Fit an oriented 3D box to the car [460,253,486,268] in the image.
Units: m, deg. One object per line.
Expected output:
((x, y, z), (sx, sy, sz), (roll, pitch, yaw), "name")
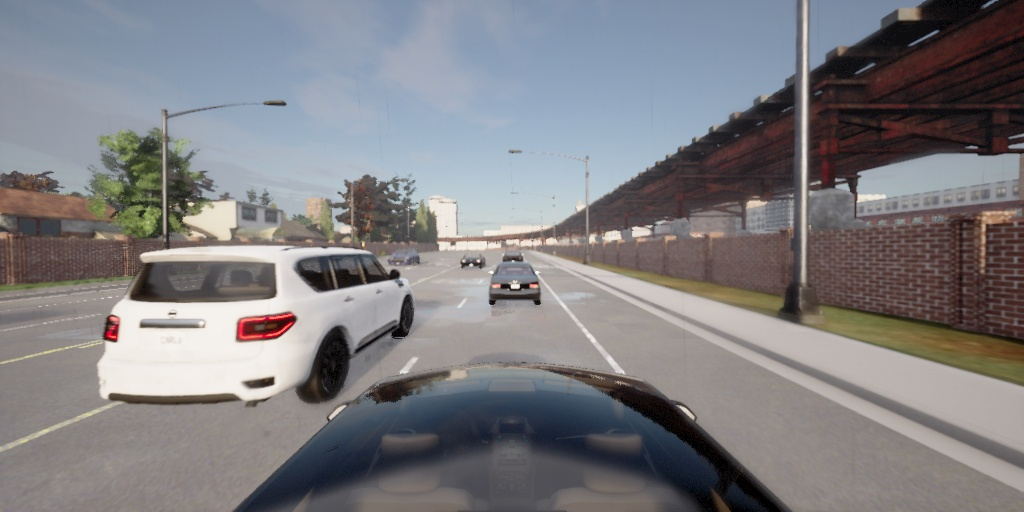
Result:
((-3.404, 0.399, 32.148), (1.895, 1.301, 4.718), (0, 2, 0), "car")

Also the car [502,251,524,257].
((0.096, 0.229, 33.573), (1.882, 1.535, 5.008), (0, 2, 0), "car")

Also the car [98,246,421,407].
((-3.408, 0.846, 6.278), (2.150, 2.045, 5.566), (0, 2, 0), "car")

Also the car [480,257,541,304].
((0.098, 0.936, 13.898), (2.033, 1.411, 5.357), (0, 2, 0), "car")

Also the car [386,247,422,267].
((-10.597, 0.040, 35.513), (2.097, 1.767, 4.553), (0, 2, 0), "car")
